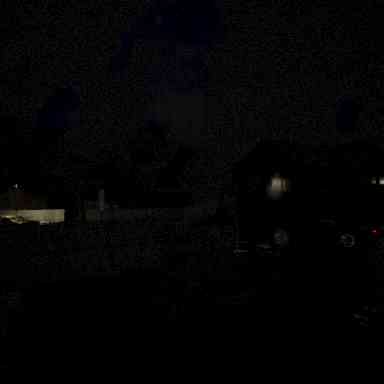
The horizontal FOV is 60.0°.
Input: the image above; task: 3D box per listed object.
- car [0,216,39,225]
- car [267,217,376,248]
[{"bbox_3d":[-13.135,2.381,23.253,5.357,1.411,2.033,-2,0,22],"label":"car"},{"bbox_3d":[6.119,1.885,16.017,4.718,1.301,1.895,-2,-1,31],"label":"car"}]
